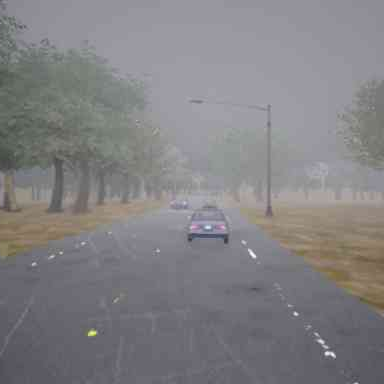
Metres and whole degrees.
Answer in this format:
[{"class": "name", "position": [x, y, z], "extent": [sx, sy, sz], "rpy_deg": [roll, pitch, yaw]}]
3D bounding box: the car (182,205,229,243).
[{"class": "car", "position": [0.760, 1.523, 15.862], "extent": [2.033, 1.411, 5.357], "rpy_deg": [0, -1, 3]}]

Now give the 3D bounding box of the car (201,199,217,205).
[{"class": "car", "position": [2.110, 1.506, 40.557], "extent": [2.033, 1.411, 5.357], "rpy_deg": [0, -1, 3]}]

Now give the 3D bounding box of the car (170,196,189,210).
[{"class": "car", "position": [-1.521, 1.328, 42.120], "extent": [2.097, 1.767, 4.553], "rpy_deg": [0, 0, 3]}]
